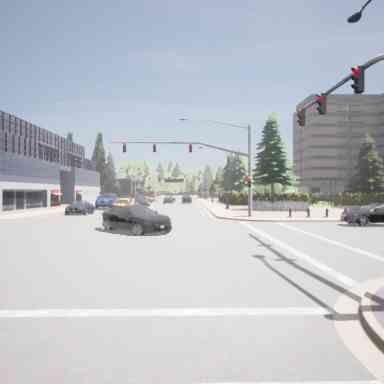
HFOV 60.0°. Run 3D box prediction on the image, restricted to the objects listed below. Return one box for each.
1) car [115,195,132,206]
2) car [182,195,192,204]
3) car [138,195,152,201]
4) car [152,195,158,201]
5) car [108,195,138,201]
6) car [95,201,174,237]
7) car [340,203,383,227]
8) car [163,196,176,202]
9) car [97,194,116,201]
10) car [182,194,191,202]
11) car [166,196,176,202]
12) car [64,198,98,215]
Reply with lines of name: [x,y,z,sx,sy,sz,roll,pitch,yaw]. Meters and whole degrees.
car: [-11.534,1.355,56.403,2.097,1.767,4.553,0,0,-1]
car: [-0.968,1.504,64.953,1.837,1.490,4.892,0,0,-1]
car: [-7.985,1.352,51.922,2.097,1.767,4.553,0,0,-1]
car: [-8.106,1.372,67.532,2.097,1.767,4.553,0,0,-1]
car: [-7.802,1.477,37.861,1.882,1.535,5.008,0,0,-1]
car: [-3.191,1.477,18.543,1.882,1.535,5.008,-1,1,-43]
car: [12.505,1.491,22.232,4.902,1.511,2.128,0,0,-1]
car: [-4.565,1.547,64.629,2.033,1.411,5.357,0,0,-1]
car: [-11.395,1.224,44.708,2.150,2.045,5.566,0,0,-1]
car: [-1.204,1.354,75.018,2.097,1.767,4.553,0,0,-1]
car: [-4.709,1.509,75.265,1.895,1.301,4.718,0,0,-1]
car: [-11.238,1.564,33.469,1.994,1.385,4.181,0,0,-1]
